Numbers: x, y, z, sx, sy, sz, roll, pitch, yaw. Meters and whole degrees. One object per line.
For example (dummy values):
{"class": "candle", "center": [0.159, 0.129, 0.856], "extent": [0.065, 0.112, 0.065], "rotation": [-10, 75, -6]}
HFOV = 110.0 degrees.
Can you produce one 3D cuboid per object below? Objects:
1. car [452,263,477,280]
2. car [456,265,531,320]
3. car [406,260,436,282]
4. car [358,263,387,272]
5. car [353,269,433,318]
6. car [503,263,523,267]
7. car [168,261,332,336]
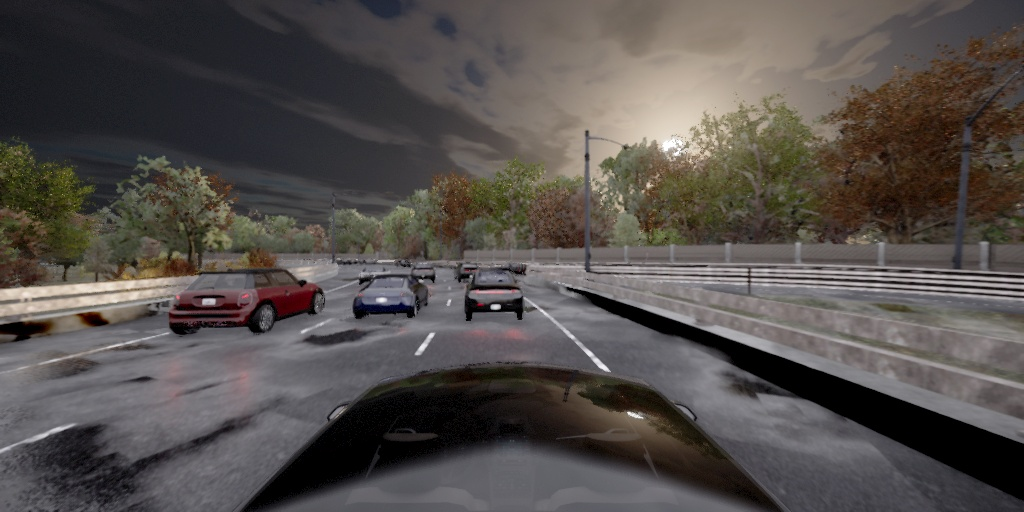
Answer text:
{"class": "car", "center": [-3.684, 1.303, 29.282], "extent": [1.837, 1.490, 4.892], "rotation": [0, 0, -14]}
{"class": "car", "center": [-0.705, 1.259, 12.707], "extent": [2.128, 1.511, 4.902], "rotation": [0, 0, -6]}
{"class": "car", "center": [-7.221, 1.305, 29.003], "extent": [2.128, 1.511, 4.902], "rotation": [0, 0, -15]}
{"class": "car", "center": [-10.313, 1.423, 27.194], "extent": [1.895, 1.301, 4.718], "rotation": [0, 0, -14]}
{"class": "car", "center": [-4.256, 1.345, 13.154], "extent": [1.994, 1.385, 4.181], "rotation": [0, 0, -6]}
{"class": "car", "center": [-0.315, 1.400, 36.491], "extent": [1.895, 1.301, 4.718], "rotation": [0, 0, -42]}
{"class": "car", "center": [-7.548, 1.141, 10.827], "extent": [2.097, 1.767, 4.553], "rotation": [0, 0, -5]}
